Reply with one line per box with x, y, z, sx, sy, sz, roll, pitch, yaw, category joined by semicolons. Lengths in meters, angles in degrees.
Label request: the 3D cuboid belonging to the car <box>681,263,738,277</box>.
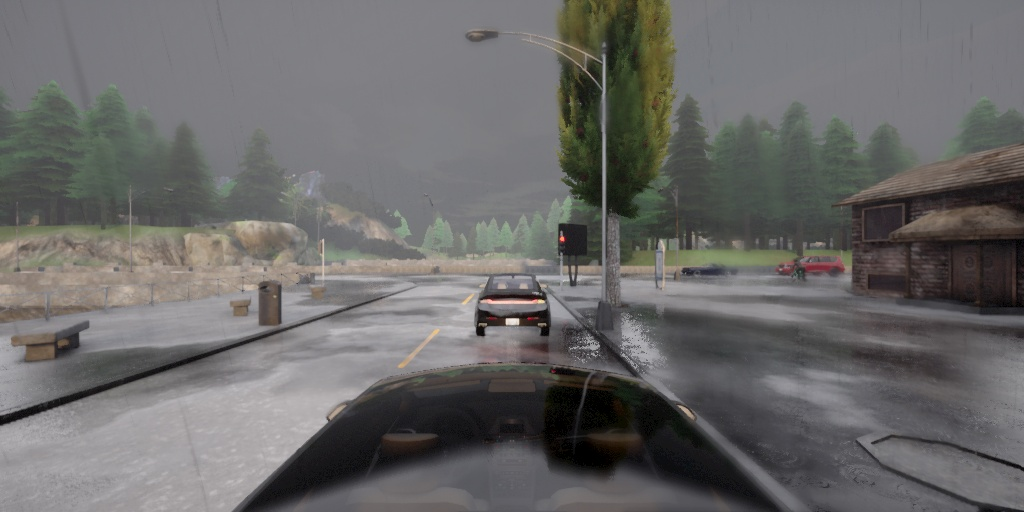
19.016;1.347;34.686;4.718;1.301;1.895;0;0;0;car

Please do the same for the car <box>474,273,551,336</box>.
0.030;1.240;10.336;2.128;1.511;4.902;0;0;0;car

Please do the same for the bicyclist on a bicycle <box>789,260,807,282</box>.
20.953;1.092;26.283;0.582;1.620;1.656;-1;0;0;bicyclist on a bicycle

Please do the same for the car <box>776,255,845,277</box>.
28.811;0.968;34.686;5.566;2.045;2.150;0;0;0;car
